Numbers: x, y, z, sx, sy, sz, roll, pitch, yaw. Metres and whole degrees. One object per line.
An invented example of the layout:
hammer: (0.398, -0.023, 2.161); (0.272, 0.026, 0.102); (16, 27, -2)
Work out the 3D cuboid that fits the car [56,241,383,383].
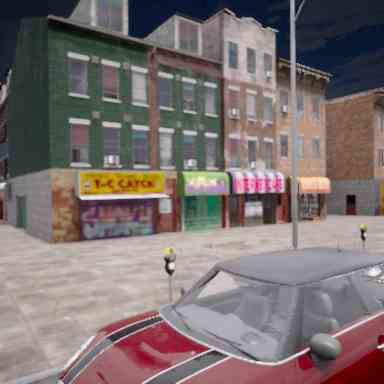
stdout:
car: (0.762, 1.422, 3.364); (4.097, 1.590, 1.967); (-1, 0, -35)
